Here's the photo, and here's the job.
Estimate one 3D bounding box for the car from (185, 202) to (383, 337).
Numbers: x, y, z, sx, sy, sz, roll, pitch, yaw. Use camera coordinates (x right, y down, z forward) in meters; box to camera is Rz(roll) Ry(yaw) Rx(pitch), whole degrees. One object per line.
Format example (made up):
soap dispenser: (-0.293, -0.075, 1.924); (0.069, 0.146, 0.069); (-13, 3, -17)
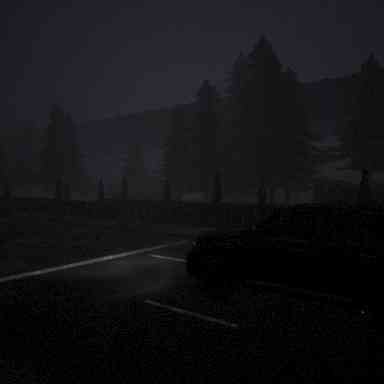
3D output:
car: (2.472, 1.201, 6.480); (5.566, 2.045, 2.150); (1, 1, 38)
